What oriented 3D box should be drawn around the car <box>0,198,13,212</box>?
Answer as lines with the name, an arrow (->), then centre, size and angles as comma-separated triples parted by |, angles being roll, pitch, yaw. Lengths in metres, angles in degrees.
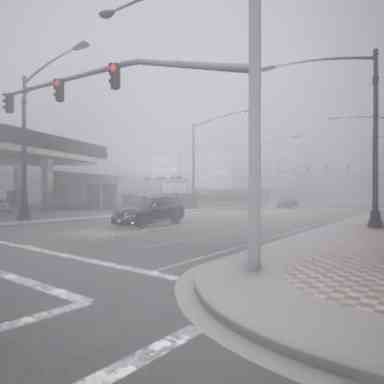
car -> -19.981, 1.358, 33.822 | 3.806, 1.475, 1.970 | 0, 0, 37

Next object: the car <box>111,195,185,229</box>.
car -> -2.727, 1.282, 21.943 | 2.150, 2.045, 5.566 | 0, 2, 36

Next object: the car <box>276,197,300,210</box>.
car -> 12.335, 1.384, 42.735 | 1.837, 1.490, 4.892 | 0, 2, 36
